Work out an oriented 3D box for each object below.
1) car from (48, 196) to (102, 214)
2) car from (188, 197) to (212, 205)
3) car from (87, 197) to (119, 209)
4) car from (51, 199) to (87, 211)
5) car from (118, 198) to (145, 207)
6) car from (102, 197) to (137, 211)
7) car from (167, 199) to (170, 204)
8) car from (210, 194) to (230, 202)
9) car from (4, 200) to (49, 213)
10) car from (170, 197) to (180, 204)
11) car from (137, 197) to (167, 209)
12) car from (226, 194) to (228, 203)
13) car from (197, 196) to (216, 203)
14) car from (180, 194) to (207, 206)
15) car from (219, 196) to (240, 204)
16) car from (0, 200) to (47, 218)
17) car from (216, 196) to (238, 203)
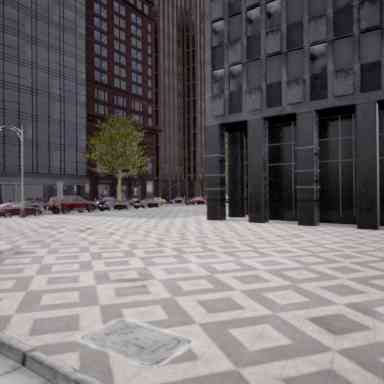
[{"bbox_3d":[-12.154,1.289,33.926,2.192,1.841,5.009,-1,0,35],"label":"car"},{"bbox_3d":[1.478,1.539,58.274,1.895,1.301,4.718,-1,0,34],"label":"car"},{"bbox_3d":[-12.782,1.483,48.051,1.967,1.590,4.097,-1,0,35],"label":"car"},{"bbox_3d":[-15.977,1.641,43.405,1.802,1.307,4.206,-1,0,35],"label":"car"},{"bbox_3d":[-9.584,1.612,52.697,1.802,1.307,4.206,-1,0,35],"label":"car"},{"bbox_3d":[-8.956,1.524,38.570,1.947,1.339,4.313,-1,0,35],"label":"car"},{"bbox_3d":[-6.484,1.544,57.203,1.752,1.417,4.829,-1,0,35],"label":"car"},{"bbox_3d":[6.397,1.295,75.929,2.192,1.841,5.009,-1,0,35],"label":"car"},{"bbox_3d":[-19.173,1.641,38.760,1.947,1.339,4.313,-1,0,35],"label":"car"},{"bbox_3d":[-3.191,1.574,61.990,1.947,1.339,4.313,-1,0,35],"label":"car"},{"bbox_3d":[-5.760,1.508,43.215,1.947,1.339,4.313,-1,0,35],"label":"car"},{"bbox_3d":[3.826,1.222,57.154,2.192,1.841,5.009,-1,0,35],"label":"car"},{"bbox_3d":[3.202,1.534,71.282,1.887,1.381,4.507,-1,0,35],"label":"car"},{"bbox_3d":[0.631,1.462,52.507,1.887,1.381,4.507,-1,0,35],"label":"car"},{"bbox_3d":[7.024,1.463,61.797,1.947,1.339,4.313,-1,0,35],"label":"car"},{"bbox_3d":[-15.348,1.576,29.279,1.802,1.307,4.206,-1,0,35],"label":"car"},{"bbox_3d":[7.141,1.469,66.503,2.033,1.411,5.357,-1,0,35],"label":"car"}]
